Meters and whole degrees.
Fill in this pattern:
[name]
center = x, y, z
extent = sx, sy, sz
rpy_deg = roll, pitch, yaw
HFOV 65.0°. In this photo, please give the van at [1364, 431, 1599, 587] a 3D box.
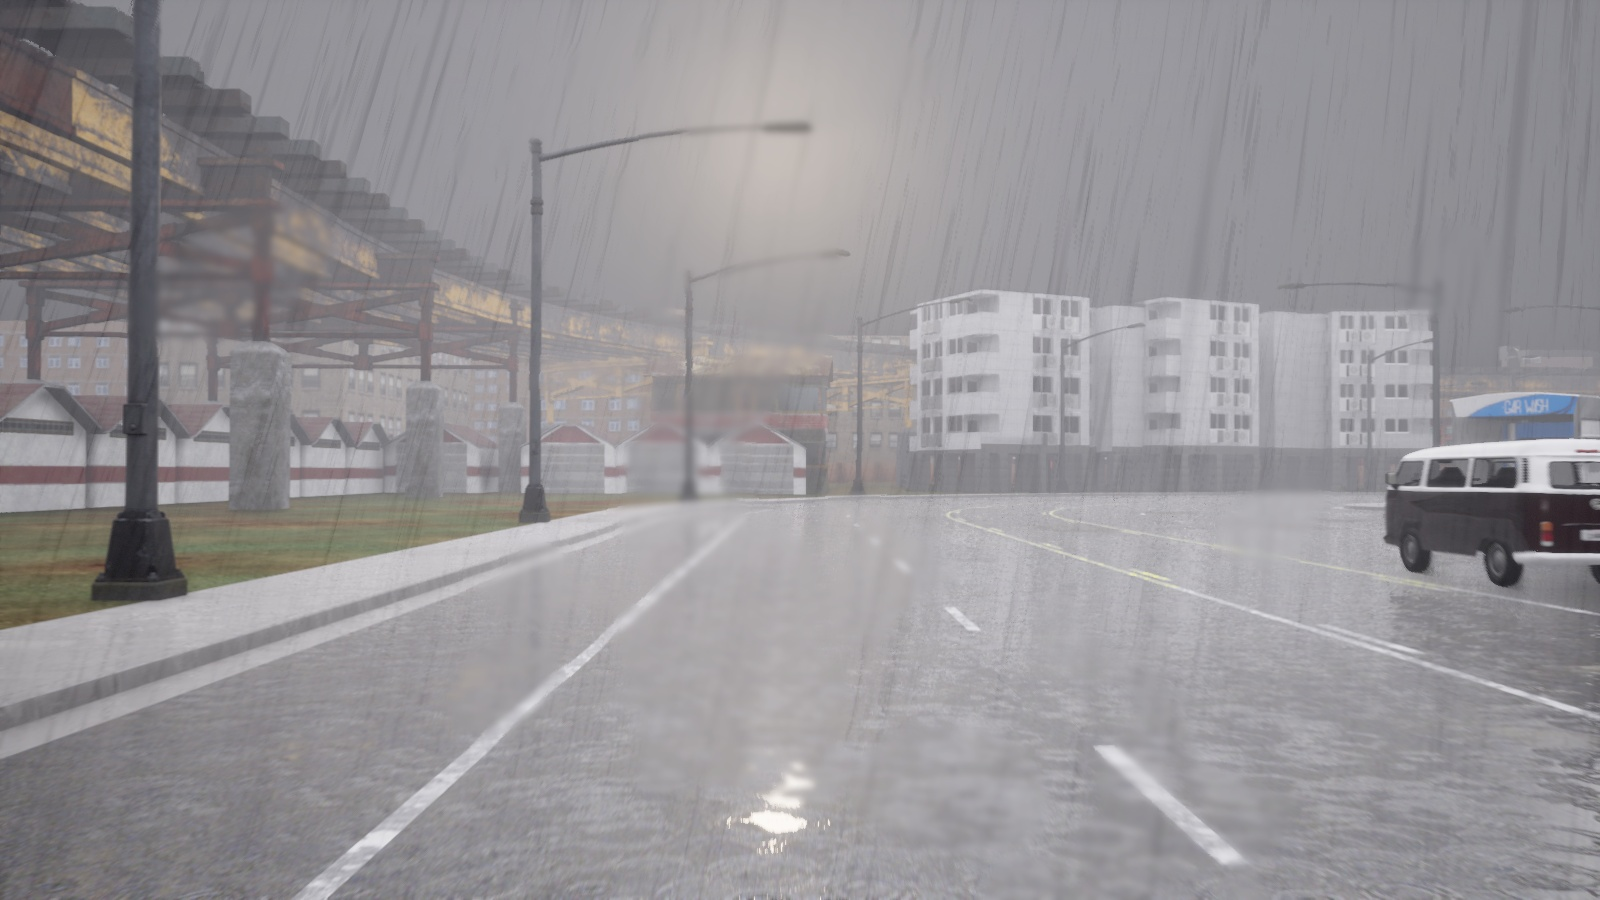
[van]
center = 10.451, 0.809, 18.677
extent = 2.069, 2.038, 4.480
rpy_deg = 0, -1, 0
